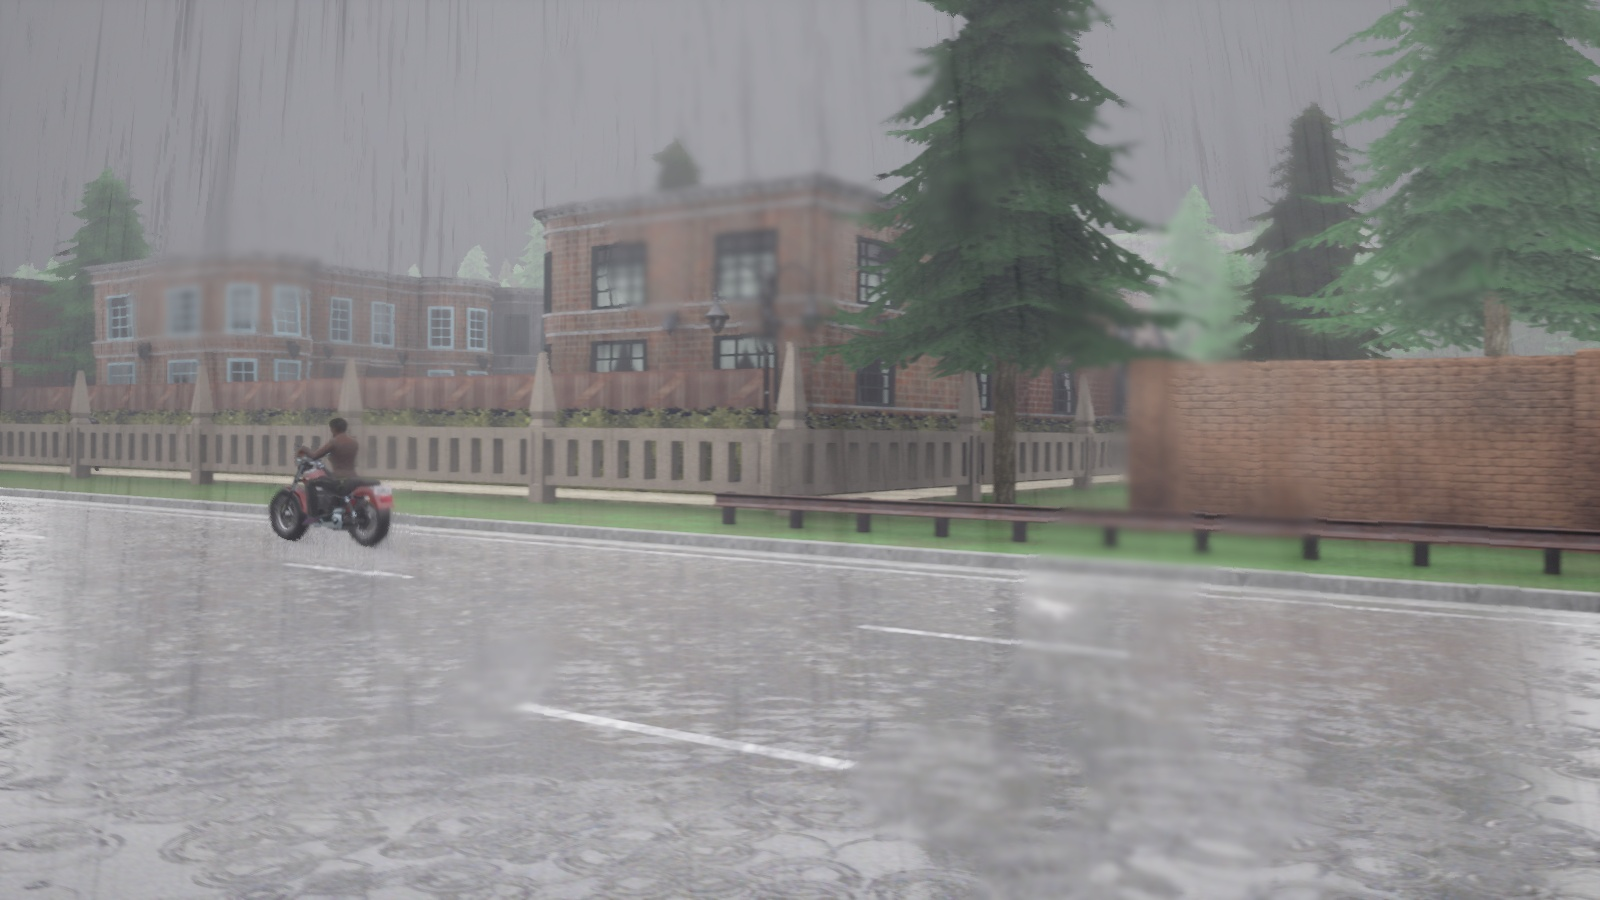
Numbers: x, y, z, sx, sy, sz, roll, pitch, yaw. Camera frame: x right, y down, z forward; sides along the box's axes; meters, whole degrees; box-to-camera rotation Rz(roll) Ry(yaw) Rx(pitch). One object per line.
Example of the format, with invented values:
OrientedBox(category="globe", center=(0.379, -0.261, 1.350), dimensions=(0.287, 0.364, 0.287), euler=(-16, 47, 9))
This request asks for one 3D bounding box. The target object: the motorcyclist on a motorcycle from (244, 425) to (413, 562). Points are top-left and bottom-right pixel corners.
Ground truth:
OrientedBox(category="motorcyclist on a motorcycle", center=(-6.053, 0.517, 16.047), dimensions=(2.350, 1.649, 0.766), euler=(0, 1, 34))
